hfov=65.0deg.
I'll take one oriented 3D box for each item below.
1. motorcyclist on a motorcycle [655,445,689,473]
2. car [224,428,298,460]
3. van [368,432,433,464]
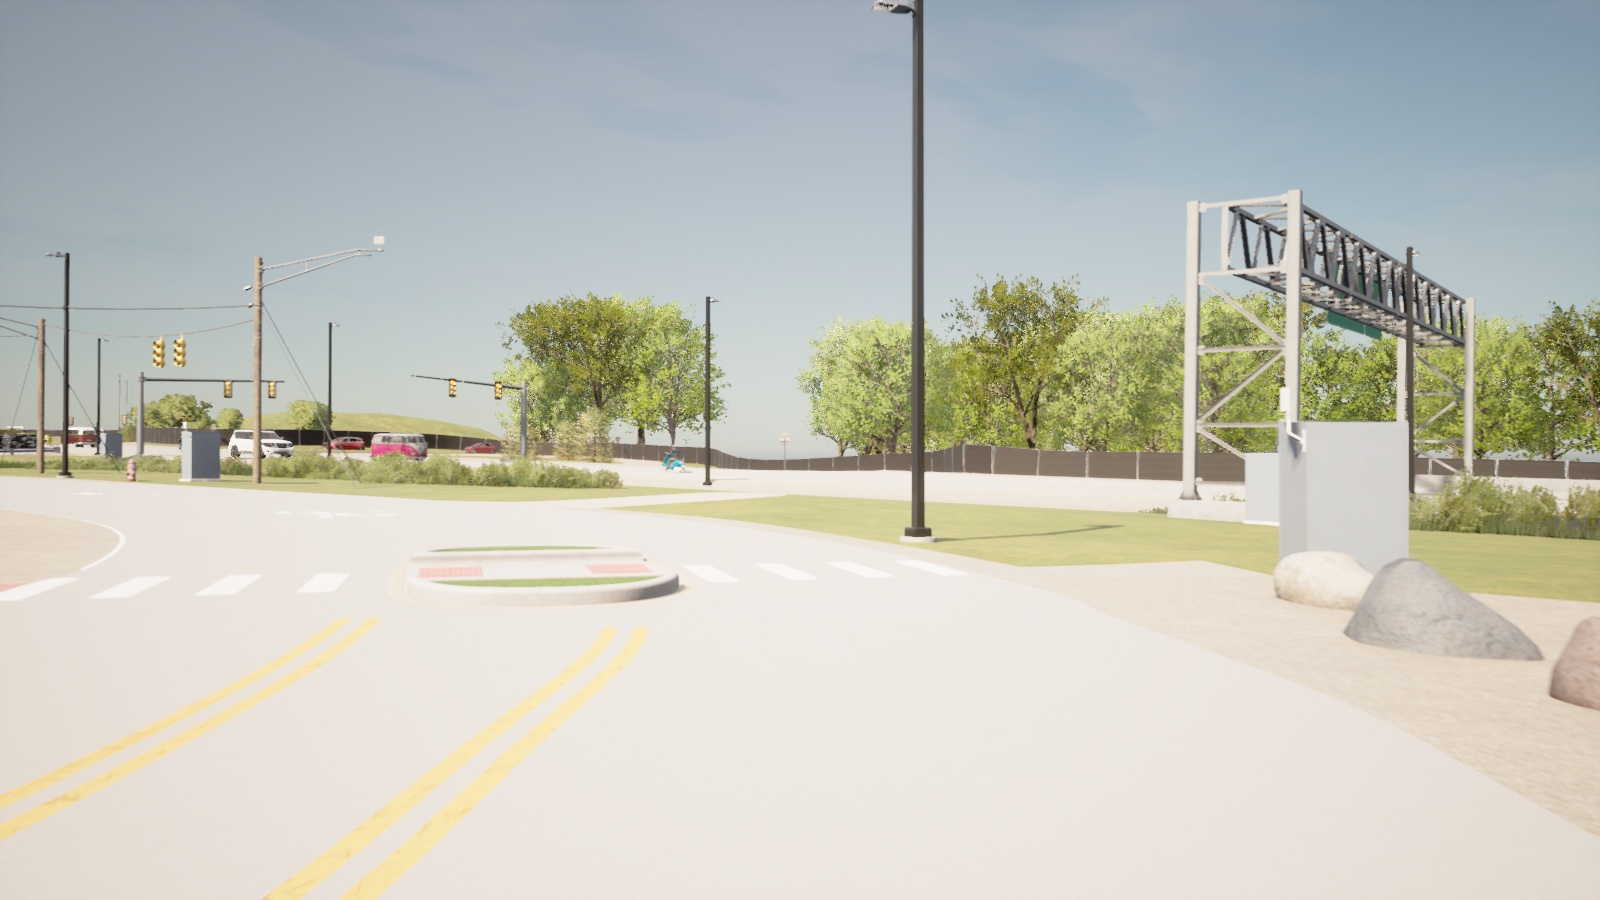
[{"bbox_3d":[-7.437,0.513,73.093,1.817,1.590,0.866,1,0,37],"label":"motorcyclist on a motorcycle"},{"bbox_3d":[-37.267,-0.430,86.790,5.566,2.045,2.150,1,0,37],"label":"car"},{"bbox_3d":[-26.411,-0.141,82.998,4.442,1.987,1.775,1,0,37],"label":"van"}]
